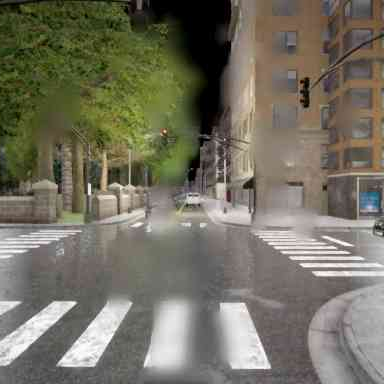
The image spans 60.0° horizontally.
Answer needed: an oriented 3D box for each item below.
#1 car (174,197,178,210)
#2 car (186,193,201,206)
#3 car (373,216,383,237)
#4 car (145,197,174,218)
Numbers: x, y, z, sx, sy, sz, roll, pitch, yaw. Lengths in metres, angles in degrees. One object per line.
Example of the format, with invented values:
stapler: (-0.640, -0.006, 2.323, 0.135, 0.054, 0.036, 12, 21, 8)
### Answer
car: (-3.019, 1.562, 39.797, 1.895, 1.301, 4.718, 0, 0, 0)
car: (0.208, 1.159, 53.005, 2.150, 2.045, 5.566, 0, 0, 0)
car: (10.999, 1.366, 15.485, 4.553, 1.767, 2.097, 0, 0, 0)
car: (-3.026, 1.472, 29.714, 2.128, 1.511, 4.902, 0, 0, 0)
